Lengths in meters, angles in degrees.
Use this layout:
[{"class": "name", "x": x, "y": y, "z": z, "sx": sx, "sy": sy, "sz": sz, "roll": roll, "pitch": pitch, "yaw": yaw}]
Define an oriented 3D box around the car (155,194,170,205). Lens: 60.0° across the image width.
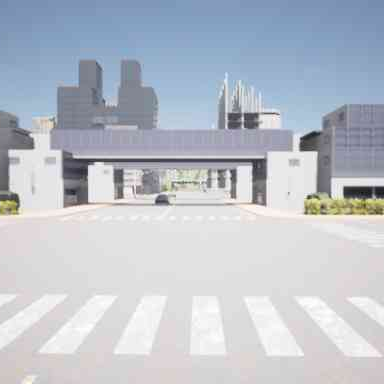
[{"class": "car", "x": -4.277, "y": 1.033, "z": 48.176, "sx": 1.882, "sy": 1.535, "sz": 5.008, "roll": 0, "pitch": 1, "yaw": 0}]
